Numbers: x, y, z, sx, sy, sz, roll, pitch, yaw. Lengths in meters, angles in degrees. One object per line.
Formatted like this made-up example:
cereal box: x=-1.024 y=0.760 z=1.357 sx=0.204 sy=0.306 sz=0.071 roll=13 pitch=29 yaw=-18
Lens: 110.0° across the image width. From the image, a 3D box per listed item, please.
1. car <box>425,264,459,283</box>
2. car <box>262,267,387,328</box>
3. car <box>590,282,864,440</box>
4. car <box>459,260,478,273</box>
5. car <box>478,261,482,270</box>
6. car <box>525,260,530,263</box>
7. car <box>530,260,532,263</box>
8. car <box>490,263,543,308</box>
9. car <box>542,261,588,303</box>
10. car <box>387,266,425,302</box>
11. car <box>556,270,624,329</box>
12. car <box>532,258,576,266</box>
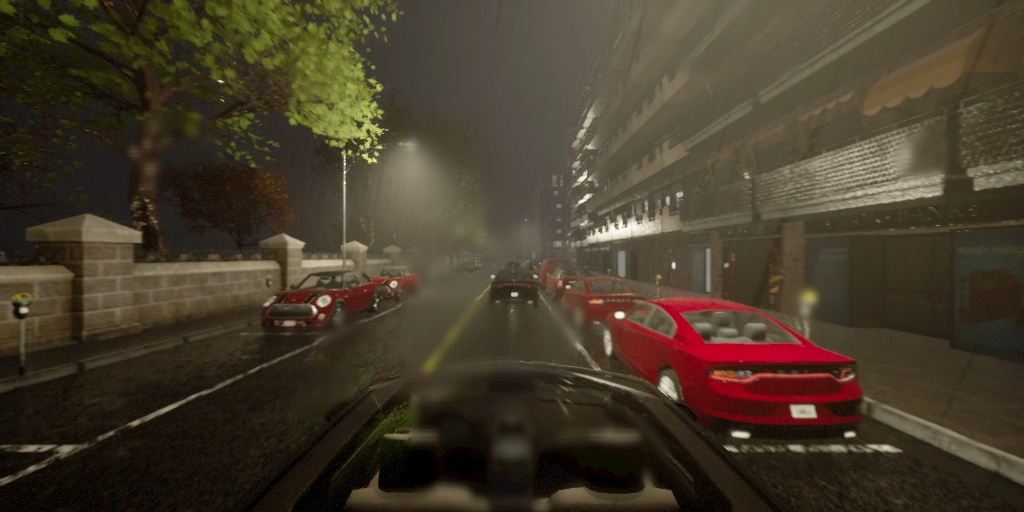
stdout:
car: x=-5.690 y=1.333 z=28.057 sx=2.007 sy=1.370 sz=4.403 roll=0 pitch=0 yaw=0
car: x=-5.690 y=1.201 z=11.168 sx=1.967 sy=1.591 sz=4.097 roll=0 pitch=0 yaw=0
car: x=2.691 y=1.299 z=5.537 sx=1.888 sy=1.381 sz=4.507 roll=0 pitch=0 yaw=0
car: x=-5.691 y=1.334 z=44.778 sx=1.751 sy=1.417 sz=4.829 roll=0 pitch=0 yaw=0
car: x=-5.691 y=1.370 z=50.578 sx=2.007 sy=1.370 sz=4.403 roll=0 pitch=0 yaw=0
car: x=2.690 y=1.248 z=44.948 sx=1.967 sy=1.591 sz=4.097 roll=0 pitch=0 yaw=0
car: x=2.690 y=1.221 z=28.058 sx=1.967 sy=1.591 sz=4.097 roll=0 pitch=0 yaw=0
car: x=0.097 y=1.243 z=15.356 sx=1.882 sy=1.535 sz=5.008 roll=0 pitch=0 yaw=0
car: x=2.690 y=1.207 z=16.797 sx=1.967 sy=1.591 sz=4.097 roll=0 pitch=0 yaw=0
car: x=-5.690 y=1.208 z=16.796 sx=1.967 sy=1.591 sz=4.097 roll=0 pitch=0 yaw=0
car: x=2.690 y=1.305 z=11.168 sx=1.888 sy=1.381 sz=4.507 roll=0 pitch=0 yaw=0
car: x=2.690 y=1.089 z=22.427 sx=2.192 sy=1.841 sz=5.009 roll=0 pitch=0 yaw=0
